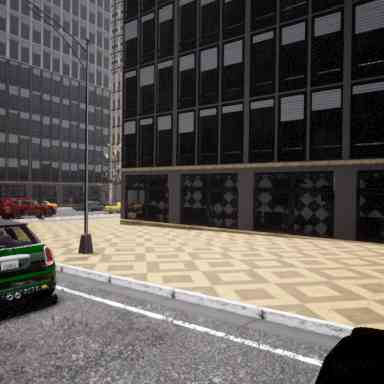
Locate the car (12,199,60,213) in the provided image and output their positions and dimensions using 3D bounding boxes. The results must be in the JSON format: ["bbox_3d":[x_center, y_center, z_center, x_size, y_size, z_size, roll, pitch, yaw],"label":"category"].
[{"bbox_3d":[-18.444,1.641,39.553,1.752,1.417,4.829,1,0,37],"label":"car"}]

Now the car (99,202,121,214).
[{"bbox_3d":[-8.150,1.829,39.372,1.752,1.417,4.829,1,0,37],"label":"car"}]

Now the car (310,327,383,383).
[{"bbox_3d":[2.966,1.601,1.565,4.718,1.301,1.895,0,0,36],"label":"car"}]

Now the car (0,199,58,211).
[{"bbox_3d":[-14.963,1.518,30.172,2.192,1.841,5.009,1,0,37],"label":"car"}]

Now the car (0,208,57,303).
[{"bbox_3d":[-5.033,1.348,7.283,4.553,1.767,2.097,0,0,36],"label":"car"}]

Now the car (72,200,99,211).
[{"bbox_3d":[-13.066,1.768,42.449,1.994,1.385,4.181,1,0,36],"label":"car"}]
